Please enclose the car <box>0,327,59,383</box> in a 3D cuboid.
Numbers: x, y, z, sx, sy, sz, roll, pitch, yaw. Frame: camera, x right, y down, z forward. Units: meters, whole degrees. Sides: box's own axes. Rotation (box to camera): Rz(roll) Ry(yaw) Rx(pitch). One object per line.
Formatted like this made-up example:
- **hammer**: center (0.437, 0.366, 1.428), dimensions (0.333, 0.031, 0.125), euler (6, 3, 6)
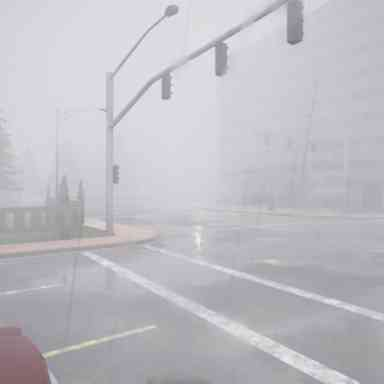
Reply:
- **car**: center (-3.096, 1.601, 1.571), dimensions (4.718, 1.301, 1.895), euler (0, 0, -35)
